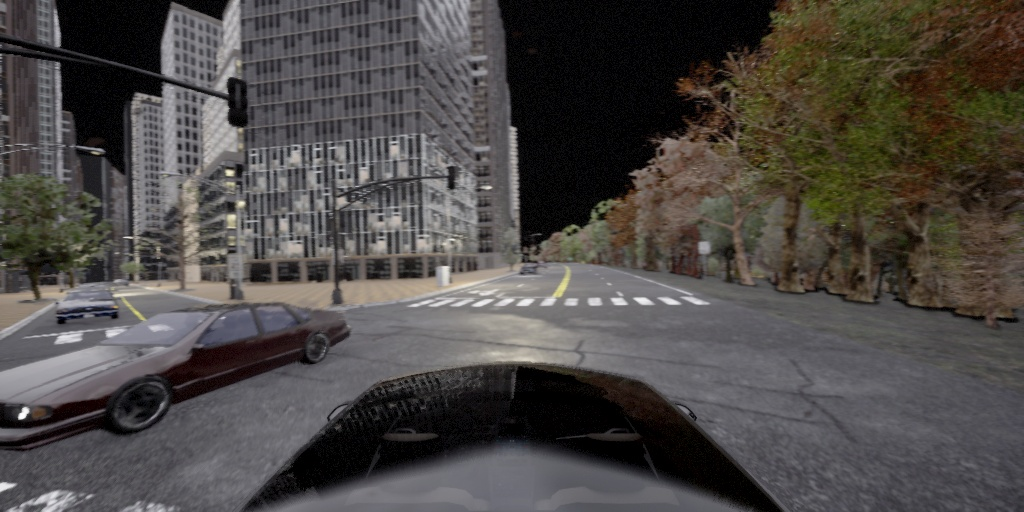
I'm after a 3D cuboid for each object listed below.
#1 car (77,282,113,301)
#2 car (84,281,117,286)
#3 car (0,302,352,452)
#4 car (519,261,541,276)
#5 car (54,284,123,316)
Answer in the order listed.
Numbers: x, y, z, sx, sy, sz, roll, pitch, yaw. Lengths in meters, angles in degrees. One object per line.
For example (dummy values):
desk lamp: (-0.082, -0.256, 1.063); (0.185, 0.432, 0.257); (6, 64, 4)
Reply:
car: (-39.046, 3.251, 33.643); (4.902, 1.511, 2.128); (-3, -1, 41)
car: (-27.994, 2.679, 23.968); (4.892, 1.490, 1.837); (-3, -1, 41)
car: (-5.179, 1.568, 6.307); (2.033, 1.411, 5.357); (-2, -1, 12)
car: (2.079, 1.707, 44.942); (1.994, 1.385, 4.181); (-2, -1, 9)
car: (-20.417, 2.324, 17.352); (5.357, 1.411, 2.033); (-3, -1, 41)
